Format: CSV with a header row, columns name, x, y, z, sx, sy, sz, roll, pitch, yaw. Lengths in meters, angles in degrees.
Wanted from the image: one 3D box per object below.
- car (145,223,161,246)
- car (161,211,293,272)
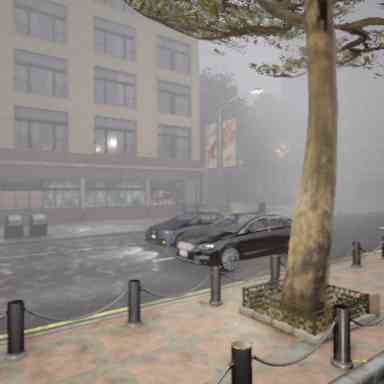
name,x,y,z,sx,sy,sz,roll,pitch,yaw
car,0.161,1.505,13.895,4.181,1.385,1.994,0,0,-35
car,1.760,1.436,10.738,4.902,1.511,2.128,-1,0,-35
